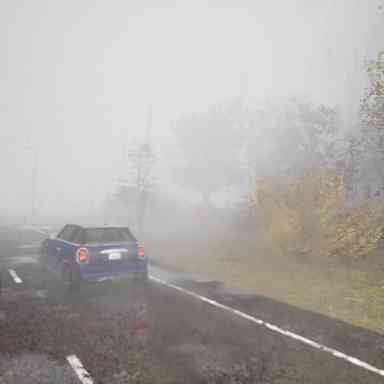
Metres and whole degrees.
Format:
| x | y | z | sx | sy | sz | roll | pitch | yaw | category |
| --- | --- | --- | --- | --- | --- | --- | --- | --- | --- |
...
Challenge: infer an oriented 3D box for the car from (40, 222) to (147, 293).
| x | y | z | sx | sy | sz | roll | pitch | yaw | category |
| --- | --- | --- | --- | --- | --- | --- | --- | --- | --- |
| -3.167 | 1.679 | 10.168 | 2.097 | 1.767 | 4.553 | 3 | -3 | -35 | car |

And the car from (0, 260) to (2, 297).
| x | y | z | sx | sy | sz | roll | pitch | yaw | category |
| --- | --- | --- | --- | --- | --- | --- | --- | --- | --- |
| -6.045 | 1.529 | 8.182 | 2.097 | 1.767 | 4.553 | 3 | -3 | -35 | car |
